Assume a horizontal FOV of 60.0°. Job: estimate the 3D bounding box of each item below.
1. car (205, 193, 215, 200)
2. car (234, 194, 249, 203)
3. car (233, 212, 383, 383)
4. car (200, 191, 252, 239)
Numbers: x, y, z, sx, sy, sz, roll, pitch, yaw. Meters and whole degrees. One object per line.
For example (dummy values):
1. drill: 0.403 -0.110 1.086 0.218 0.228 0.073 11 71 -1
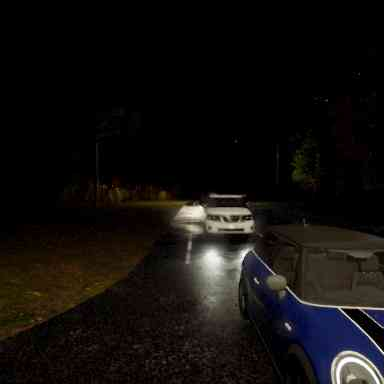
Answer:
1. car: 4.274 1.096 76.741 1.837 1.490 4.892 0 0 8
2. car: 9.198 1.169 62.324 2.128 1.511 4.902 0 0 1
3. car: 1.929 1.338 4.220 2.097 1.767 4.553 0 0 -1
4. car: 1.695 1.130 16.954 2.150 2.045 5.566 0 0 0
